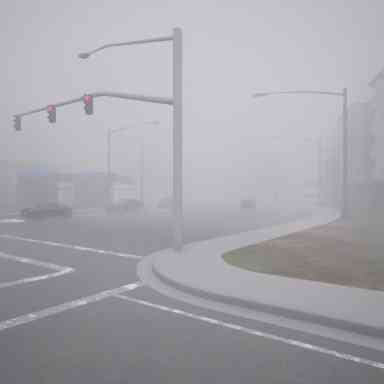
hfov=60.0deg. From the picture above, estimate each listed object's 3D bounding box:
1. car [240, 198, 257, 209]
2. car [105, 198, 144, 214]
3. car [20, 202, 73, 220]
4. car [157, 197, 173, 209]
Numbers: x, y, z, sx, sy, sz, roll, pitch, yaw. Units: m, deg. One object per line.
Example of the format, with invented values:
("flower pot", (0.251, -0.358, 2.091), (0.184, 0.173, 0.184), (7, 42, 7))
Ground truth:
("car", (7.518, 1.491, 44.168), (2.128, 1.511, 4.902), (0, 0, 15))
("car", (-7.251, 1.478, 36.087), (1.882, 1.535, 5.008), (0, 0, 30))
("car", (-12.428, 1.564, 28.604), (1.994, 1.385, 4.181), (0, 0, 36))
("car", (-3.205, 1.505, 45.341), (1.837, 1.490, 4.892), (0, 0, 15))
